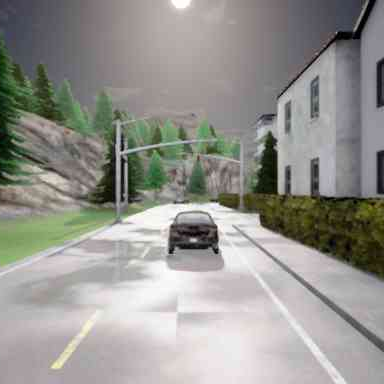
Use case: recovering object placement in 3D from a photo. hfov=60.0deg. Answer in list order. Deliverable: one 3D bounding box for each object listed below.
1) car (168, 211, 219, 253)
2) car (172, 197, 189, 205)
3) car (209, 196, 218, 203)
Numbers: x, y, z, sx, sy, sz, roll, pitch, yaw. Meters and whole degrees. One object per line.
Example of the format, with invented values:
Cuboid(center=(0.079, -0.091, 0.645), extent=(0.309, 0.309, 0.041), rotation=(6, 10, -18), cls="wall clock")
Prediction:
Cuboid(center=(0.069, 1.506, 13.880), extent=(1.882, 1.535, 5.008), rotation=(0, 0, 0), cls="car")
Cuboid(center=(-2.083, 1.675, 63.657), extent=(2.033, 1.411, 5.357), rotation=(0, 0, 17), cls="car")
Cuboid(center=(6.160, 1.693, 77.400), extent=(2.033, 1.411, 5.357), rotation=(0, 0, 44), cls="car")
